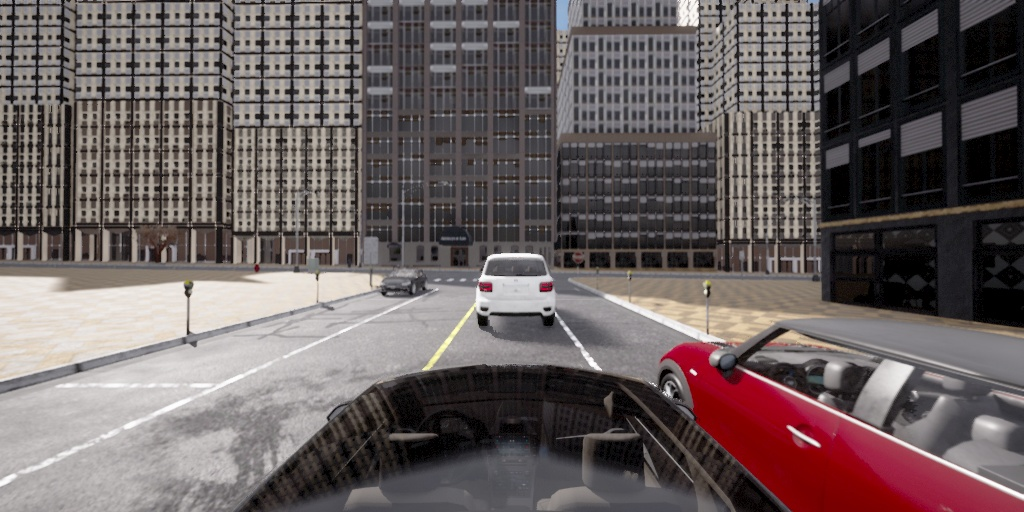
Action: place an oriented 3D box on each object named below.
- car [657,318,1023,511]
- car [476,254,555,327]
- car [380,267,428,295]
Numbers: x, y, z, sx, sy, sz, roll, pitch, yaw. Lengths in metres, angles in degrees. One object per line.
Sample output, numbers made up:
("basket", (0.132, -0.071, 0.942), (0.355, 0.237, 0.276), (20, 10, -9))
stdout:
("car", (2.692, 1.190, 2.740), (1.967, 1.591, 4.097), (0, 0, 0))
("car", (0.099, 0.973, 11.706), (2.150, 2.045, 5.566), (0, 0, 0))
("car", (-5.823, 1.308, 19.672), (2.007, 1.370, 4.403), (0, 0, 0))
